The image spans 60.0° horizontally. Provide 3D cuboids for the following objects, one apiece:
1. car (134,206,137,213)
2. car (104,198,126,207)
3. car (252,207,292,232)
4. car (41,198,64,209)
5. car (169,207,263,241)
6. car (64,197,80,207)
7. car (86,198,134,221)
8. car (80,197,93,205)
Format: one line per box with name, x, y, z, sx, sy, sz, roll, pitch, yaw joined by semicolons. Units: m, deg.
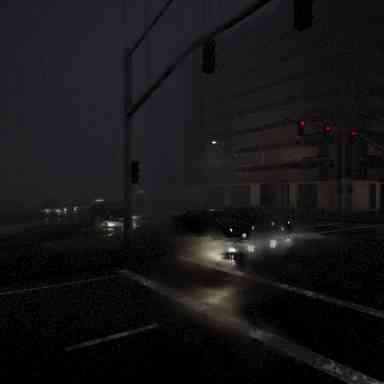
car;-7.764;1.603;35.424;2.033;1.411;5.357;0;0;-35
car;-12.714;1.656;54.812;1.895;1.301;4.718;0;0;-36
car;3.286;1.600;20.031;2.033;1.411;5.357;0;0;-37
car;-19.756;1.562;46.334;1.837;1.490;4.892;0;0;-35
car;0.845;1.598;17.275;2.033;1.411;5.357;0;0;-35
car;-19.733;1.583;52.423;1.812;1.442;4.674;0;0;-35
car;-7.180;1.533;28.563;1.882;1.535;5.008;0;0;-35
car;-19.939;1.547;58.931;2.128;1.511;4.902;0;0;-35
